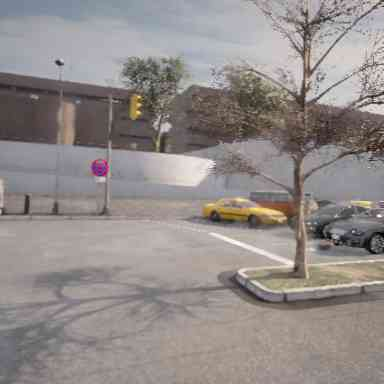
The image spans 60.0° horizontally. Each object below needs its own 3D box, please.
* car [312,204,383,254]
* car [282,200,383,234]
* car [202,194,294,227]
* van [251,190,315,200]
[{"bbox_3d":[7.473,1.400,12.810,4.902,1.511,2.128,1,2,-21],"label":"car"},{"bbox_3d":[7.030,1.321,15.843,4.892,1.490,1.837,1,2,-21],"label":"car"},{"bbox_3d":[2.898,1.066,19.419,1.946,1.575,5.366,1,1,-41],"label":"car"},{"bbox_3d":[5.651,0.912,20.518,1.878,1.987,4.442,1,1,-41],"label":"van"}]
